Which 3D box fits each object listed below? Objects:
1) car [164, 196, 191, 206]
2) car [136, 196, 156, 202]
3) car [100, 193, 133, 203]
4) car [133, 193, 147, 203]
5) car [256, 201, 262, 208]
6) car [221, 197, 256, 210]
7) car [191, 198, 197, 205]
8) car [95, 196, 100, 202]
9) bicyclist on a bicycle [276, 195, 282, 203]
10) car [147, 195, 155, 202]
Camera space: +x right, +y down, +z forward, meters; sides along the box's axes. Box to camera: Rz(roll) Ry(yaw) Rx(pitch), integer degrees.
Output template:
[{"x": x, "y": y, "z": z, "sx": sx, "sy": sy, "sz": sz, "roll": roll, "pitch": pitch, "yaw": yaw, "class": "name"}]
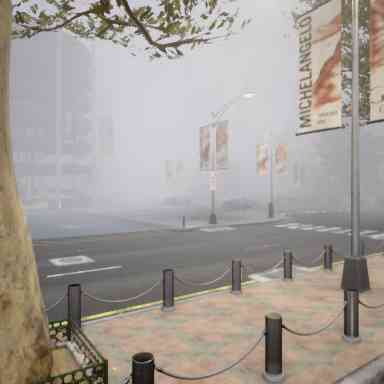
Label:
[{"x": -2.808, "y": 1.474, "z": 55.415, "sx": 1.882, "sy": 1.535, "sz": 5.008, "roll": 0, "pitch": 0, "yaw": -38, "class": "car"}, {"x": -10.472, "y": 1.548, "z": 76.159, "sx": 4.181, "sy": 1.385, "sz": 1.994, "roll": 0, "pitch": 0, "yaw": 26, "class": "car"}, {"x": -15.180, "y": 1.233, "z": 66.732, "sx": 5.566, "sy": 2.045, "sz": 2.150, "roll": 0, "pitch": 0, "yaw": 28, "class": "car"}, {"x": -12.836, "y": 1.221, "z": 69.493, "sx": 5.566, "sy": 2.045, "sz": 2.150, "roll": 0, "pitch": 0, "yaw": 30, "class": "car"}, {"x": 7.677, "y": 1.487, "z": 46.854, "sx": 2.128, "sy": 1.511, "sz": 4.902, "roll": 0, "pitch": 0, "yaw": -35, "class": "car"}, {"x": 5.775, "y": 1.560, "z": 43.475, "sx": 1.994, "sy": 1.385, "sz": 4.181, "roll": 0, "pitch": 0, "yaw": -35, "class": "car"}, {"x": -1.095, "y": 1.483, "z": 58.876, "sx": 2.128, "sy": 1.511, "sz": 4.902, "roll": 0, "pitch": 1, "yaw": -38, "class": "car"}, {"x": -20.459, "y": 1.446, "z": 76.320, "sx": 4.892, "sy": 1.490, "sz": 1.837, "roll": 0, "pitch": 0, "yaw": 12, "class": "car"}, {"x": 15.756, "y": 1.294, "z": 60.497, "sx": 1.656, "sy": 1.620, "sz": 0.582, "roll": 0, "pitch": 0, "yaw": -36, "class": "bicyclist on a bicycle"}, {"x": -11.219, "y": 1.351, "z": 72.603, "sx": 4.553, "sy": 1.767, "sz": 2.097, "roll": 0, "pitch": 0, "yaw": 26, "class": "car"}]
